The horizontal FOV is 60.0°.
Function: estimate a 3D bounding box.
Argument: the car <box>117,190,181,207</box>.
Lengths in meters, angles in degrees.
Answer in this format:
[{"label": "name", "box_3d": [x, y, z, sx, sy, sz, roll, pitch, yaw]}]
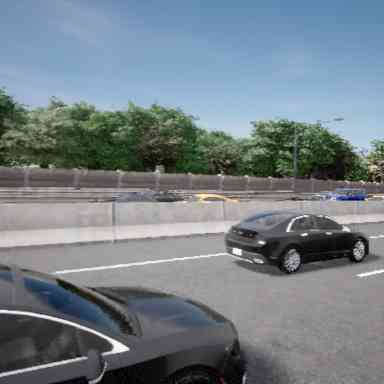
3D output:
[{"label": "car", "box_3d": [-3.849, 0.568, 30.173, 5.357, 1.411, 2.033, 1, 2, -31]}]

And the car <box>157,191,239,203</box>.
[{"label": "car", "box_3d": [0.675, 0.892, 20.641, 5.008, 1.535, 1.882, 1, 2, -32]}]

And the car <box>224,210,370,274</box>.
[{"label": "car", "box_3d": [3.225, 1.301, 9.784, 4.892, 1.490, 1.837, 1, 2, -32]}]

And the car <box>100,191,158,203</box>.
[{"label": "car", "box_3d": [-4.020, 0.817, 21.865, 4.181, 1.385, 1.994, 1, 2, -32]}]

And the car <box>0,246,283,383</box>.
[{"label": "car", "box_3d": [-1.763, 1.371, 2.615, 4.892, 1.490, 1.837, 1, 2, -32]}]

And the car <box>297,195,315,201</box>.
[{"label": "car", "box_3d": [13.806, 0.954, 36.874, 4.718, 1.301, 1.895, 1, 2, -32]}]

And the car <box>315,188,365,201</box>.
[{"label": "car", "box_3d": [15.531, 0.651, 33.812, 5.566, 2.045, 2.150, 1, 2, -32]}]

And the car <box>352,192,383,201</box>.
[{"label": "car", "box_3d": [17.515, 1.086, 30.937, 5.008, 1.535, 1.882, 1, 2, -32]}]
